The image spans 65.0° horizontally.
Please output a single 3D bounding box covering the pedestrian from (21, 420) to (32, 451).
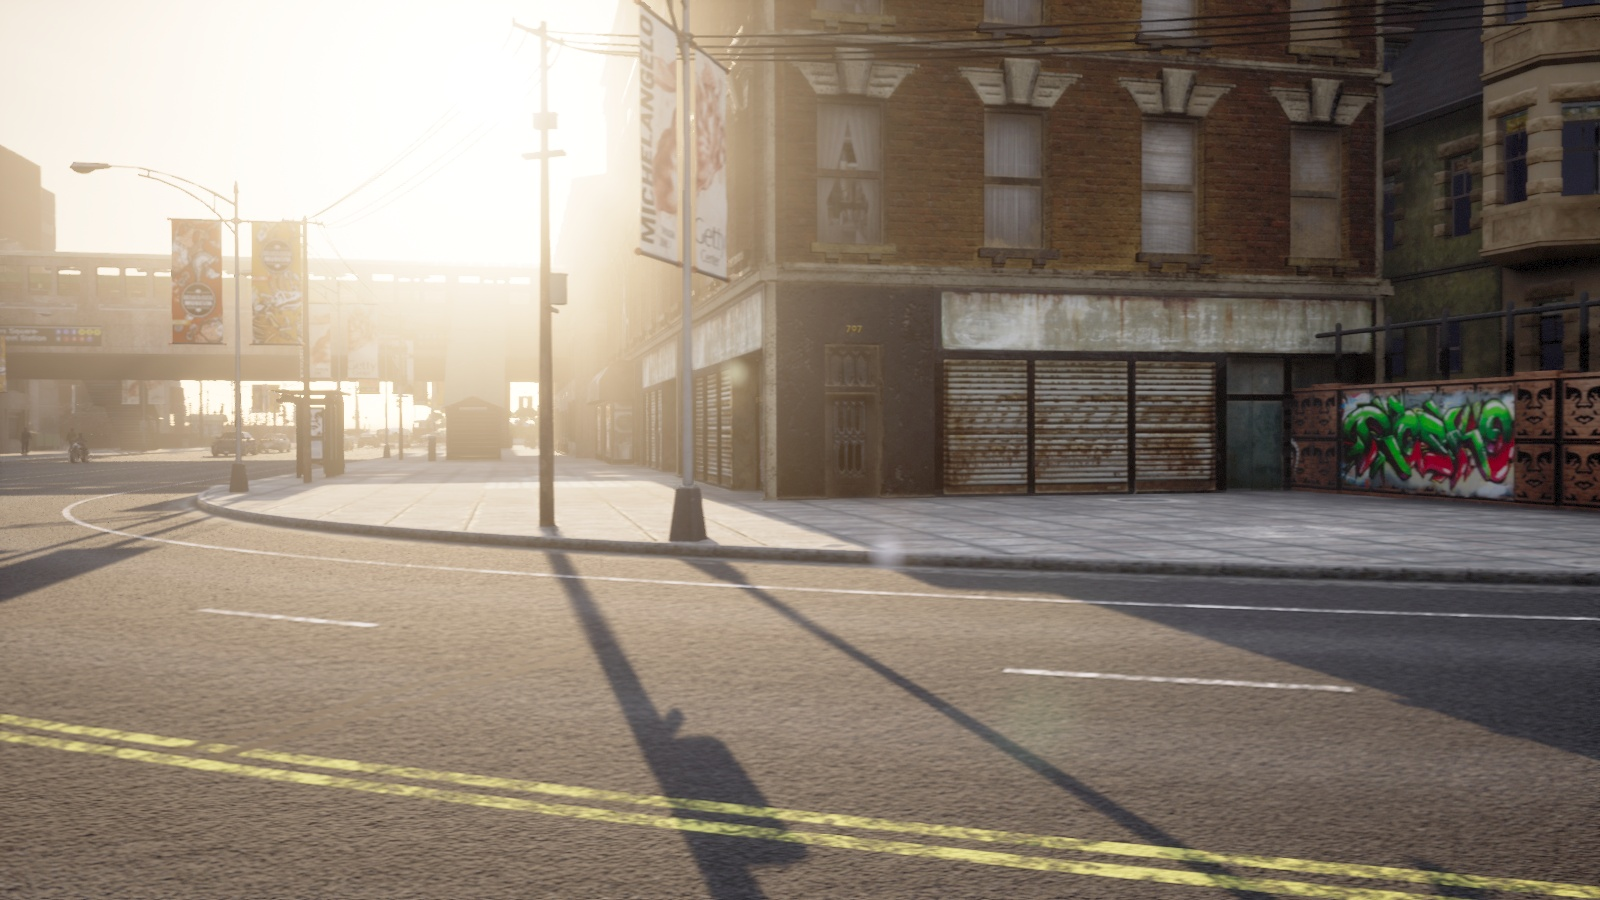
[{"bbox_3d":[-48.335,-0.907,78.480,0.423,1.949,0.788,0,1,-18],"label":"pedestrian"}]

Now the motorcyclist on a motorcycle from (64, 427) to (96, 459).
[{"bbox_3d":[-37.521,-0.371,65.466,0.766,1.649,2.350,0,1,-12],"label":"motorcyclist on a motorcycle"}]

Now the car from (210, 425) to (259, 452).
[{"bbox_3d":[-38.114,-0.760,84.782,2.097,1.767,4.553,0,1,-12],"label":"car"}]
